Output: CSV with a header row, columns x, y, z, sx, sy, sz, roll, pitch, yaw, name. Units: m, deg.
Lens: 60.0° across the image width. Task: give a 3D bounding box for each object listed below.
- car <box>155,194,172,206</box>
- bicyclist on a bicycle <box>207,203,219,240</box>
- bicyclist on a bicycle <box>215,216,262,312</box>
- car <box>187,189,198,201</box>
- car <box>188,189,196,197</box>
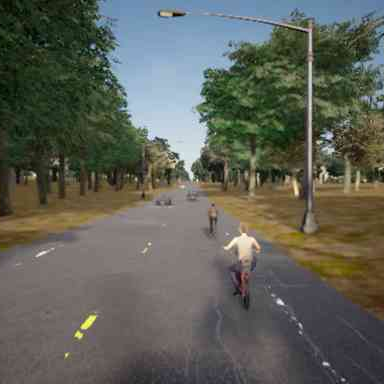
x,y,z,sx,sy,sz,roll,pitch,yaw,name
-3.588,1.008,42.591,1.837,1.490,4.892,0,1,0,car
0.965,1.325,15.034,0.582,1.620,1.656,0,0,0,bicyclist on a bicycle
1.002,1.394,6.614,0.866,1.612,1.509,0,0,0,bicyclist on a bicycle
0.099,0.667,56.679,2.128,1.511,4.902,0,2,0,car
-0.001,0.173,73.833,1.837,1.490,4.892,0,2,0,car
